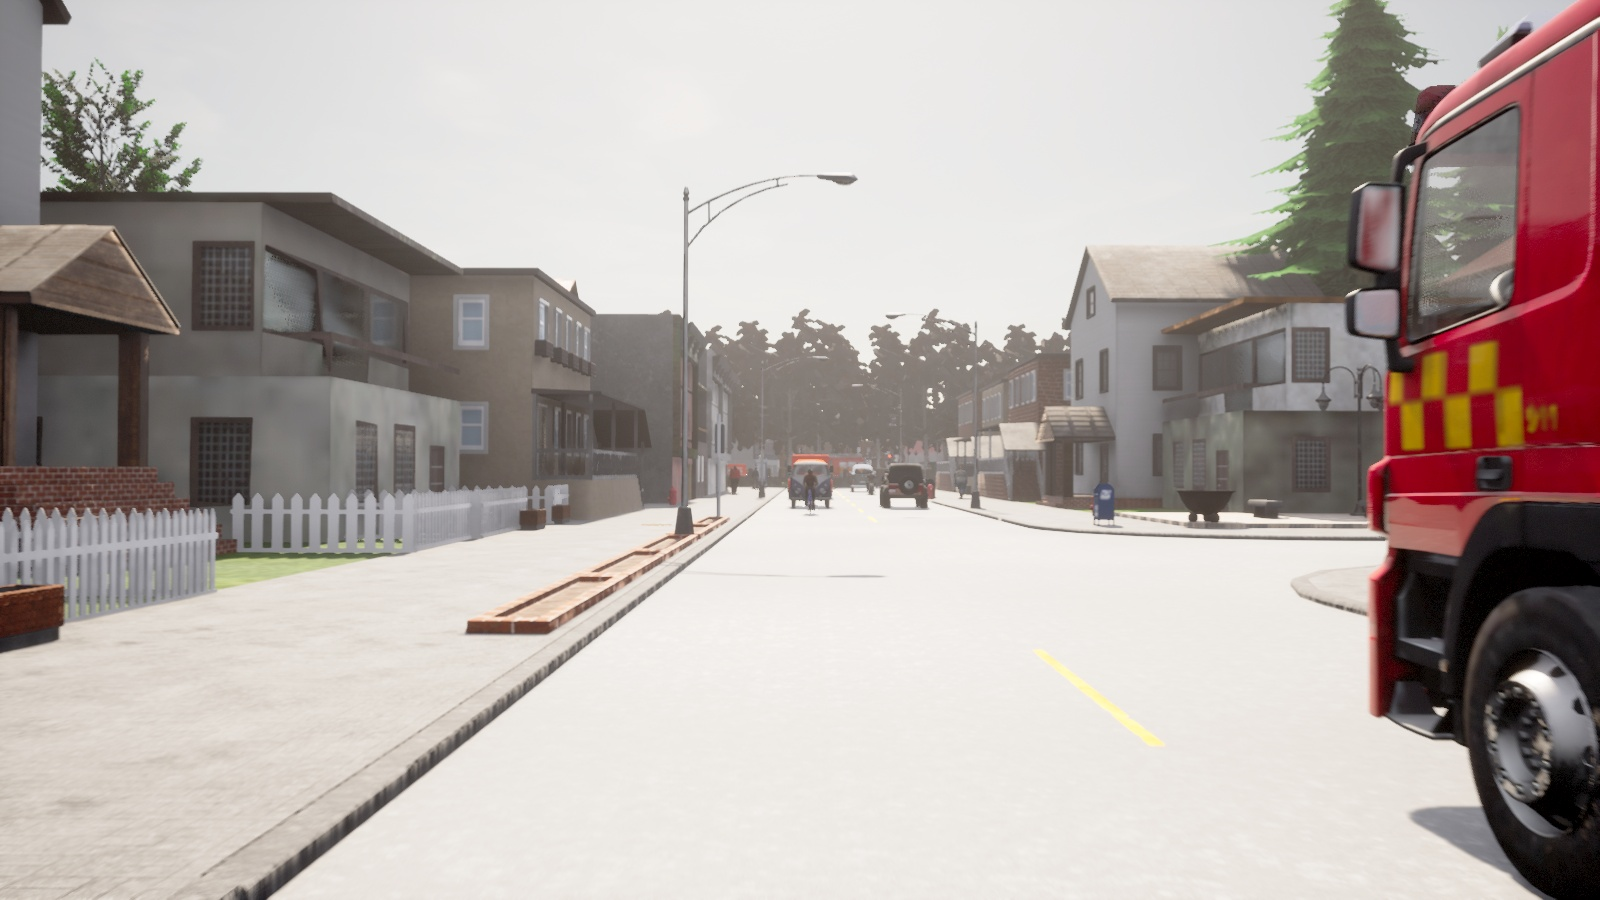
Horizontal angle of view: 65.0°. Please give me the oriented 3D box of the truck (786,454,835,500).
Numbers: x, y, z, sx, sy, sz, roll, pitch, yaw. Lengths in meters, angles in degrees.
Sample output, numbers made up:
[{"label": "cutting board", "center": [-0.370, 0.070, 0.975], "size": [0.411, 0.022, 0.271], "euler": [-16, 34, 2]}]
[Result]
[{"label": "truck", "center": [0.573, 1.513, 70.466], "size": [2.627, 2.467, 5.204], "euler": [0, -1, 0]}]

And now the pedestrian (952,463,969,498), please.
[{"label": "pedestrian", "center": [8.585, 1.620, 67.065], "size": [0.874, 1.855, 0.900], "euler": [0, -1, 8]}]

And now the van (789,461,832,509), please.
[{"label": "van", "center": [0.448, 1.478, 54.259], "size": [1.775, 1.987, 4.442], "euler": [0, -1, 0]}]

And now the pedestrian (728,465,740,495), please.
[{"label": "pedestrian", "center": [-4.060, 1.846, 77.457], "size": [0.634, 1.844, 0.899], "euler": [0, -1, -12]}]

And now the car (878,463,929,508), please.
[{"label": "car", "center": [4.447, 1.506, 54.231], "size": [1.905, 1.878, 3.866], "euler": [0, -1, 1]}]

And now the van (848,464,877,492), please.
[{"label": "van", "center": [4.697, 2.112, 94.523], "size": [2.069, 2.038, 4.480], "euler": [0, -1, 3]}]

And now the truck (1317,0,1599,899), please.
[{"label": "truck", "center": [3.964, -0.326, 2.357], "size": [2.891, 3.827, 8.468], "euler": [0, -1, 3]}]
